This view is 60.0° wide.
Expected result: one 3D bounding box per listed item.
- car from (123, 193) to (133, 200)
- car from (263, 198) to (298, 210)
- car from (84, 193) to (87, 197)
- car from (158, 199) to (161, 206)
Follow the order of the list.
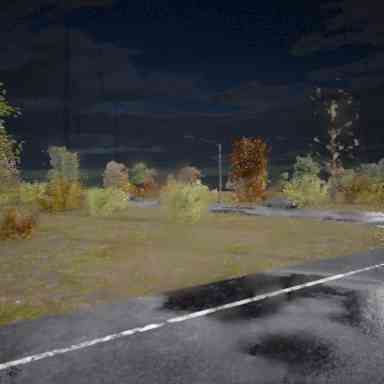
[{"bbox_3d":[-14.849,0.950,73.481,2.097,1.767,4.553,0,1,-37],"label":"car"},{"bbox_3d":[10.576,1.380,39.998,1.994,1.385,4.181,0,0,-37],"label":"car"},{"bbox_3d":[-23.827,1.068,76.299,1.837,1.490,4.892,0,1,-30],"label":"car"},{"bbox_3d":[-2.868,1.289,46.132,1.837,1.490,4.892,0,0,-37],"label":"car"}]
